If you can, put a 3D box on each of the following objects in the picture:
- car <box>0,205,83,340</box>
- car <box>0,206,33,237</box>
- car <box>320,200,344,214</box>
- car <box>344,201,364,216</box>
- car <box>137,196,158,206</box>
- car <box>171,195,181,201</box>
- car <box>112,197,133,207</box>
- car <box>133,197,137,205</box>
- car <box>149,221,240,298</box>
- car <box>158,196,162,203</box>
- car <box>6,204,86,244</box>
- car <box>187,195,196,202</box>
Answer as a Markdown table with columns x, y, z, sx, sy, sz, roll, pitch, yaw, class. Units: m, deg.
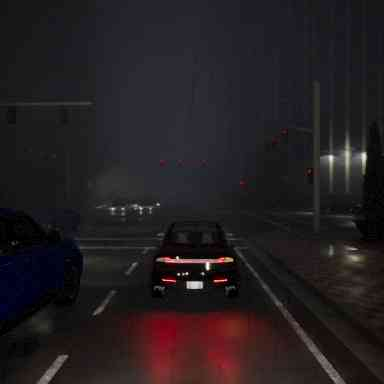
| x | y | z | sx | sy | sz | roll | pitch | yaw | class |
| --- | --- | --- | --- | --- | --- | --- | --- | --- | --- |
| -3.451 | 1.221 | 4.886 | 2.150 | 2.045 | 5.566 | 0 | 0 | 1 | car |
| -10.632 | 1.564 | 18.051 | 1.994 | 1.385 | 4.181 | 0 | 0 | 0 | car |
| 15.231 | 1.564 | 34.946 | 4.181 | 1.385 | 1.994 | 0 | 0 | -1 | car |
| 17.479 | 1.505 | 31.472 | 4.892 | 1.490 | 1.837 | 0 | 0 | -1 | car |
| -7.183 | 1.505 | 54.039 | 1.837 | 1.490 | 4.892 | 0 | 0 | 0 | car |
| -3.635 | 1.339 | 76.097 | 1.812 | 1.442 | 4.674 | 0 | 0 | 0 | car |
| -10.688 | 1.526 | 50.271 | 1.812 | 1.442 | 4.674 | 0 | 0 | 0 | car |
| -10.671 | 1.601 | 60.672 | 1.895 | 1.301 | 4.718 | 0 | 0 | 0 | car |
| 0.078 | 1.492 | 8.518 | 2.128 | 1.511 | 4.902 | 0 | 0 | 1 | car |
| -7.148 | 1.564 | 65.859 | 1.994 | 1.385 | 4.181 | 0 | 0 | 0 | car |
| -7.129 | 1.477 | 16.964 | 1.882 | 1.535 | 5.008 | 0 | 0 | 0 | car |
| -0.134 | 1.429 | 75.564 | 1.837 | 1.490 | 4.892 | 0 | 0 | 0 | car |
